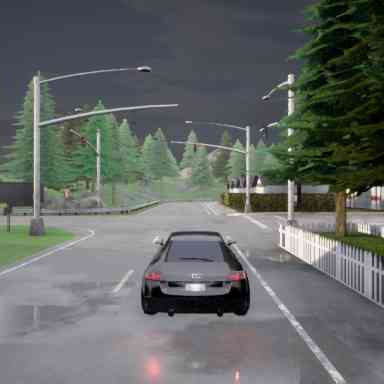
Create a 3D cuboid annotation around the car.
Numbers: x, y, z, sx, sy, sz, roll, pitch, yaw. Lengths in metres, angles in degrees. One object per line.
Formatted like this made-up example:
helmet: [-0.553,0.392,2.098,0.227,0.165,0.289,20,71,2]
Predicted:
car: [0.077,1.564,7.565,1.994,1.385,4.181,0,0,1]
